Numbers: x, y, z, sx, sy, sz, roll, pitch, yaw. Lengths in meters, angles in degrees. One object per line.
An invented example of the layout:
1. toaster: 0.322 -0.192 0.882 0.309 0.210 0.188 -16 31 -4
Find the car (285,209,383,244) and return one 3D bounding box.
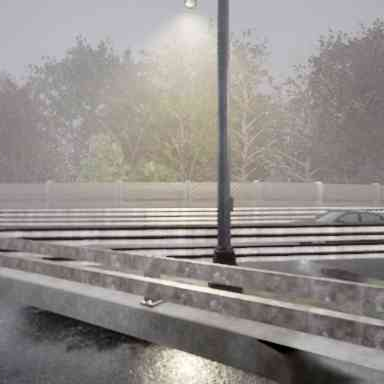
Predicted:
1. car: 6.391 1.484 14.085 5.008 1.535 1.882 0 0 -8
